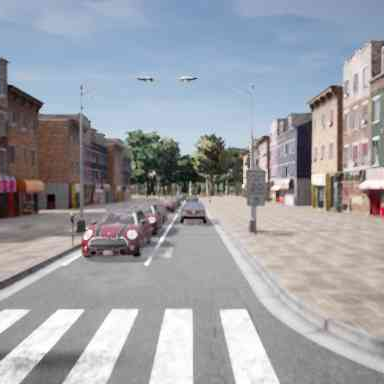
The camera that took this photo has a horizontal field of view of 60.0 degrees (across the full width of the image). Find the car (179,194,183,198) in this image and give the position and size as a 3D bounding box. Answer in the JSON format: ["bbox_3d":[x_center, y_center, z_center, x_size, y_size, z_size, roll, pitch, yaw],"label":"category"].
[{"bbox_3d":[-2.649,1.326,45.020,1.887,1.381,4.507,-1,0,0],"label":"car"}]

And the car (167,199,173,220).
[{"bbox_3d":[-2.647,1.445,23.281,1.947,1.339,4.313,-1,0,0],"label":"car"}]

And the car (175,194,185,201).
[{"bbox_3d":[-2.651,1.237,72.194,1.947,1.339,4.313,-1,0,0],"label":"car"}]

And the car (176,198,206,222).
[{"bbox_3d":[0.098,1.420,24.616,2.033,1.411,5.357,0,0,0],"label":"car"}]

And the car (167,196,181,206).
[{"bbox_3d":[-2.649,1.324,50.455,1.947,1.339,4.313,-1,0,0],"label":"car"}]

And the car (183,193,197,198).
[{"bbox_3d":[0.058,1.257,49.138,2.128,1.511,4.902,0,0,0],"label":"car"}]

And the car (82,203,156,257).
[{"bbox_3d":[-2.648,1.373,12.412,1.967,1.590,4.097,-1,0,0],"label":"car"}]

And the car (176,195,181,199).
[{"bbox_3d":[-2.649,1.356,39.586,2.008,1.369,4.403,-1,0,0],"label":"car"}]

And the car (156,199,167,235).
[{"bbox_3d":[-2.648,1.346,17.846,1.967,1.590,4.097,-1,0,0],"label":"car"}]

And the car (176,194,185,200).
[{"bbox_3d":[-2.651,1.232,77.629,1.802,1.307,4.206,-1,0,0],"label":"car"}]

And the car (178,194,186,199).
[{"bbox_3d":[-2.652,1.175,88.499,1.947,1.339,4.313,-1,0,0],"label":"car"}]

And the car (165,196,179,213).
[{"bbox_3d":[-2.648,1.374,34.151,1.887,1.381,4.507,-1,0,0],"label":"car"}]

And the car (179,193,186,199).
[{"bbox_3d":[-2.653,1.029,93.933,1.967,1.590,4.097,-1,0,0],"label":"car"}]
